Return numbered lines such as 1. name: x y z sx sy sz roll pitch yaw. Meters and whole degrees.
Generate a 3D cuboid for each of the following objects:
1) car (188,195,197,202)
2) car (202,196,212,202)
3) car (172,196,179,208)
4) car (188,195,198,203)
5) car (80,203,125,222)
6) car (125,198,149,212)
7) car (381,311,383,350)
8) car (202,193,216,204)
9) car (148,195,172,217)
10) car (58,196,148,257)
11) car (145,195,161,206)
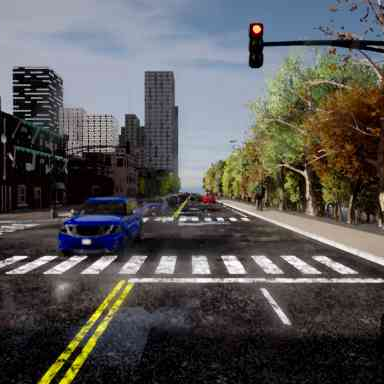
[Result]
1. car: 0.125 1.447 76.516 1.882 1.535 5.008 0 0 0
2. car: 3.371 1.522 75.893 1.994 1.385 4.181 0 0 0
3. car: -3.272 1.584 47.370 1.895 1.301 4.718 0 0 0
4. car: 0.204 1.467 66.209 2.128 1.511 4.902 0 0 0
5. car: -7.144 1.594 27.149 1.895 1.301 4.718 0 0 8
6. car: -6.537 1.478 40.028 2.128 1.511 4.902 0 0 0
7. car: 3.355 1.491 2.362 2.128 1.511 4.902 0 0 0
8. car: 3.449 1.197 65.309 2.150 2.045 5.566 0 0 1
9. car: -3.300 1.343 31.050 2.097 1.767 4.553 0 0 0
10. car: -3.330 1.219 13.278 2.150 2.045 5.566 0 0 0
11. car: -6.496 1.331 56.143 2.097 1.767 4.553 0 0 0
